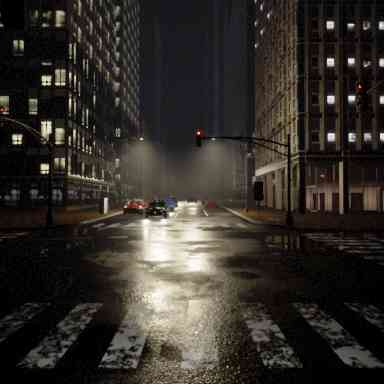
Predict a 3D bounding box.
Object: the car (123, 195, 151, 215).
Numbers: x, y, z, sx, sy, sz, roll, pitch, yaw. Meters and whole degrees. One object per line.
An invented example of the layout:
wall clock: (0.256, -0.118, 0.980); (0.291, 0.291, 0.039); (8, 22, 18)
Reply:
car: (-5.690, 1.453, 33.722); (1.967, 1.590, 4.097); (1, 0, 0)

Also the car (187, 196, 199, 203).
car: (0.043, 1.589, 70.996); (1.994, 1.385, 4.181); (0, 0, 0)

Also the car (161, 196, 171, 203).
car: (-5.711, 1.573, 72.748); (1.887, 1.381, 4.507); (1, 0, 0)

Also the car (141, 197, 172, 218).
car: (-3.113, 1.516, 30.304); (1.837, 1.490, 4.892); (0, 0, 0)

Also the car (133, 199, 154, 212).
car: (-5.696, 1.597, 39.297); (1.802, 1.307, 4.206); (1, 0, 0)

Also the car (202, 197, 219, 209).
car: (2.682, 1.599, 44.938); (1.802, 1.307, 4.206); (1, 0, 0)

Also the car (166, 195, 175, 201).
car: (-5.719, 1.587, 89.473); (2.008, 1.369, 4.403); (1, 0, 0)

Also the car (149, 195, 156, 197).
car: (-5.693, 1.332, 44.872); (2.192, 1.841, 5.009); (1, 0, 0)

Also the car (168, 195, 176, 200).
car: (-5.722, 1.605, 95.048); (1.947, 1.339, 4.313); (1, 0, 0)

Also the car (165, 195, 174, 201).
car: (-5.716, 1.578, 83.898); (1.887, 1.381, 4.507); (1, 0, 0)

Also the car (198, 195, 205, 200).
car: (2.659, 1.583, 95.134); (1.887, 1.381, 4.507); (1, 0, 0)

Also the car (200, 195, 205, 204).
car: (2.678, 1.547, 56.264); (1.752, 1.417, 4.829); (1, 0, 0)

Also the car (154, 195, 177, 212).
car: (-3.116, 1.493, 39.810); (1.882, 1.535, 5.008); (0, 0, 0)

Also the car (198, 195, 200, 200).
car: (2.675, 1.590, 61.671); (1.947, 1.339, 4.313); (1, 0, 0)

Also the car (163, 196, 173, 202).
car: (-5.713, 1.582, 78.323); (2.008, 1.369, 4.403); (1, 0, 0)
